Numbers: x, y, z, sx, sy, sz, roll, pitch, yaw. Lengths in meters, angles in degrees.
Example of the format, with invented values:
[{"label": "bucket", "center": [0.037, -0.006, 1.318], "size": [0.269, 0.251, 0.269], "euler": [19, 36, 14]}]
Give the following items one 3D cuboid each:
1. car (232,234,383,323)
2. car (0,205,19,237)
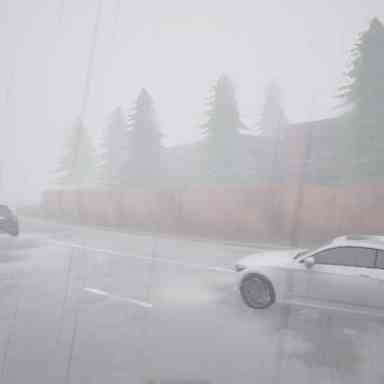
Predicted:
[{"label": "car", "center": [3.007, 1.529, 6.153], "size": [4.674, 1.442, 1.812], "euler": [0, 0, 36]}, {"label": "car", "center": [-10.926, 1.412, 17.564], "size": [4.553, 1.767, 2.097], "euler": [0, 0, 44]}]
